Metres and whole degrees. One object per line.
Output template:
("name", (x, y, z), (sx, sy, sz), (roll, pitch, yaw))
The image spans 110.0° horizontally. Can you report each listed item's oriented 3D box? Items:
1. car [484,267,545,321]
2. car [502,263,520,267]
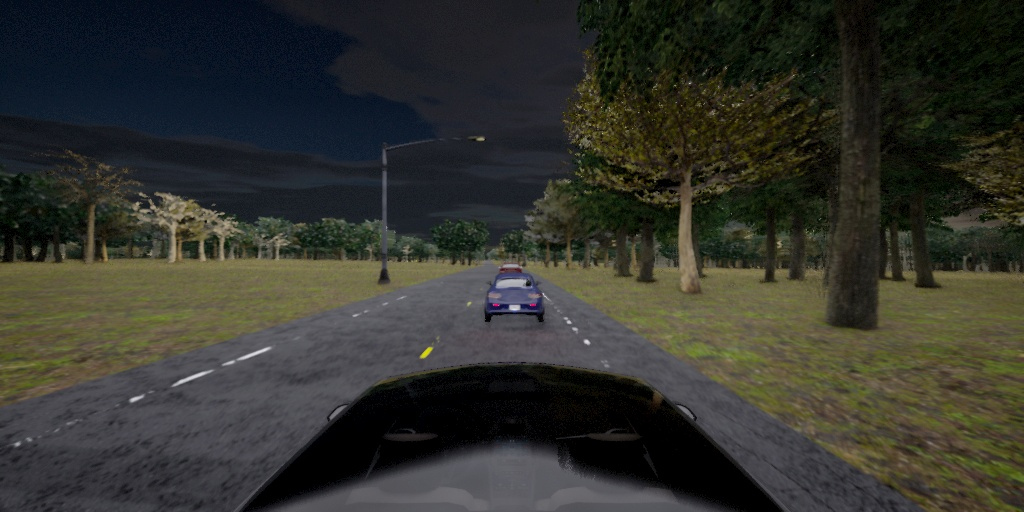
("car", (0.069, 1.285, 12.351), (1.812, 1.442, 4.674), (0, 0, 0))
("car", (-0.123, 1.305, 30.385), (1.882, 1.535, 5.008), (0, 0, -1))
